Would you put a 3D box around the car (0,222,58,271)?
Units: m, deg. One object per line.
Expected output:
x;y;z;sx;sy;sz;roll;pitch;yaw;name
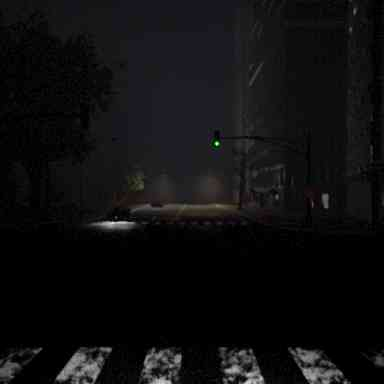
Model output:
-6.504;1.752;11.626;1.895;1.301;4.718;0;-1;0;car

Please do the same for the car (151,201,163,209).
-6.527;2.383;62.188;1.994;1.385;4.181;0;-1;0;car

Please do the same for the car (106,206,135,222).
-6.513;1.994;30.559;1.994;1.385;4.181;0;0;0;car
